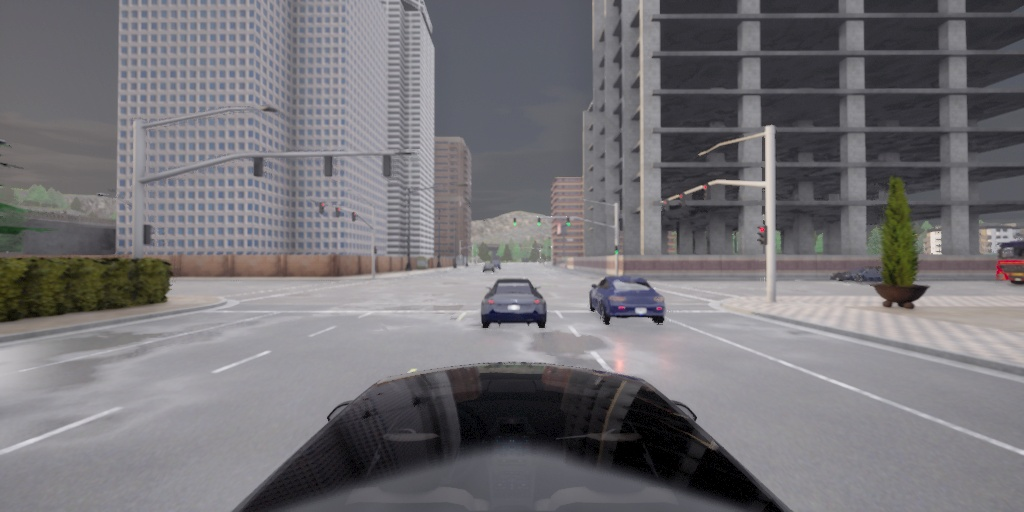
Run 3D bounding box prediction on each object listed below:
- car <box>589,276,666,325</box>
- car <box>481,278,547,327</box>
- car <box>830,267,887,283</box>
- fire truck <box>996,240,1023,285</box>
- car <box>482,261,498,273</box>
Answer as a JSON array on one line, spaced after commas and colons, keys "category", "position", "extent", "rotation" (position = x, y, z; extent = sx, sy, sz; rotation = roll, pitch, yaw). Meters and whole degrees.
[{"category": "car", "position": [3.812, 1.404, 12.387], "extent": [1.812, 1.442, 4.674], "rotation": [0, -1, 5]}, {"category": "car", "position": [0.042, 1.438, 12.030], "extent": [1.994, 1.385, 4.181], "rotation": [0, -1, 0]}, {"category": "car", "position": [31.372, 1.653, 31.610], "extent": [5.357, 1.411, 2.033], "rotation": [0, -1, 0]}, {"category": "fire truck", "position": [43.722, 0.395, 27.987], "extent": [8.468, 3.827, 2.891], "rotation": [0, -1, 0]}, {"category": "car", "position": [-3.687, 1.933, 58.025], "extent": [1.837, 1.490, 4.892], "rotation": [0, -1, 1]}]
